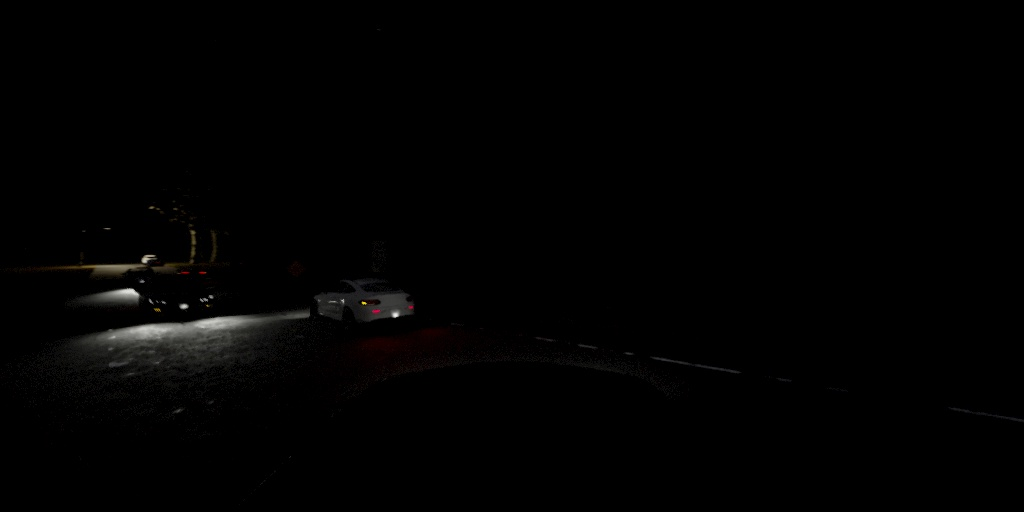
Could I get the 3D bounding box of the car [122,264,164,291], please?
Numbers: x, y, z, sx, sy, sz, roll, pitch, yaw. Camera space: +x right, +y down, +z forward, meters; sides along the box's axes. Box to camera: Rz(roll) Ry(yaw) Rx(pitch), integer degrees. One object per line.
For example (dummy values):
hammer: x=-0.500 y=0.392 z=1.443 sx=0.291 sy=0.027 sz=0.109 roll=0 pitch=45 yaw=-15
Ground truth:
car: x=-29.719 y=1.676 z=28.687 sx=4.902 sy=1.511 sz=2.128 roll=0 pitch=0 yaw=42

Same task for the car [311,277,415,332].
car: x=-4.856 y=1.410 z=11.510 sx=4.674 sy=1.442 sz=1.812 roll=-1 pitch=-1 yaw=44

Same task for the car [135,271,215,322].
car: x=-13.052 y=1.505 z=13.886 sx=4.892 sy=1.490 sz=1.837 roll=-1 pitch=0 yaw=42

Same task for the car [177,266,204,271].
car: x=-31.060 y=1.721 z=34.719 sx=4.674 sy=1.442 sz=1.812 roll=0 pitch=0 yaw=42

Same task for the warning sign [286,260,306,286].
warning sign: x=-15.378 y=1.175 z=25.503 sx=1.060 sy=1.860 sz=1.300 roll=0 pitch=0 yaw=42
